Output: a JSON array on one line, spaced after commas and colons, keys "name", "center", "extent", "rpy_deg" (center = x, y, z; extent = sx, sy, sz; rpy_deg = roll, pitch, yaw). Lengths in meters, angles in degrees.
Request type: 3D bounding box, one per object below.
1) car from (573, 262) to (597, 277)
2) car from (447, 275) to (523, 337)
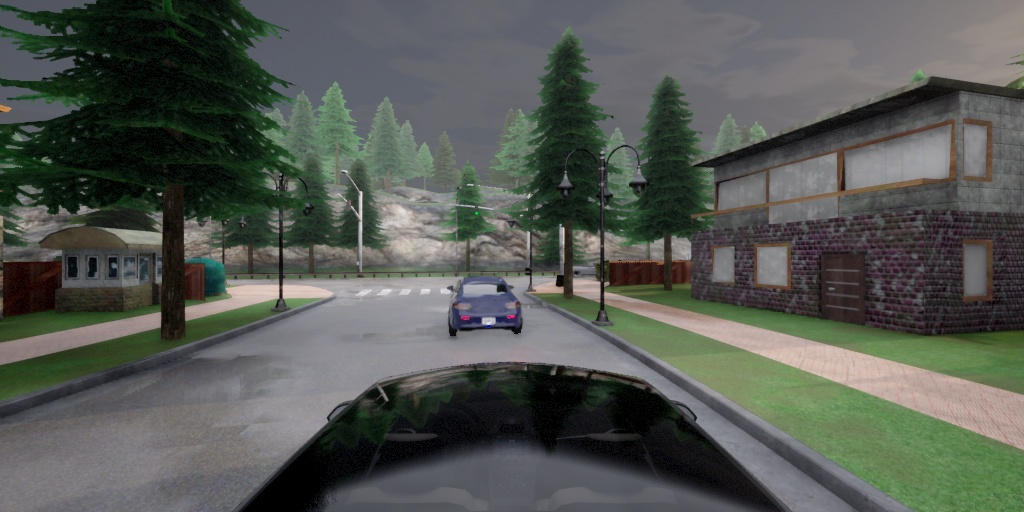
[{"name": "car", "center": [6.878, 1.196, 32.181], "extent": [4.718, 1.301, 1.895], "rpy_deg": [0, 0, -12]}, {"name": "car", "center": [-0.865, 1.276, 10.270], "extent": [1.812, 1.442, 4.674], "rpy_deg": [0, 0, -9]}]
